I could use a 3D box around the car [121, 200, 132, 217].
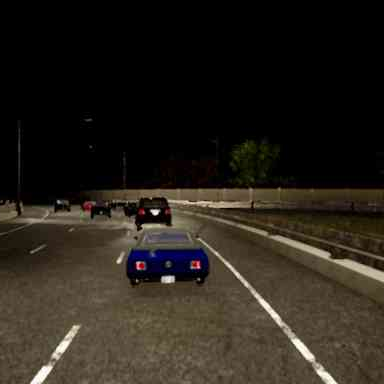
[{"bbox_3d":[-5.861,1.776,34.265,1.994,1.385,4.181,0,0,-17],"label":"car"}]

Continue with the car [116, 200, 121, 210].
[{"bbox_3d":[-9.968,1.770,44.828,2.128,1.511,4.902,0,0,-23],"label":"car"}]

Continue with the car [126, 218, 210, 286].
[{"bbox_3d":[-0.733,1.660,9.575,1.895,1.301,4.718,0,0,-5],"label":"car"}]

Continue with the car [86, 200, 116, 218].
[{"bbox_3d":[-9.153,1.699,33.116,2.128,1.511,4.902,0,0,-18],"label":"car"}]

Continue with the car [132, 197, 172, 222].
[{"bbox_3d":[-2.695,1.359,22.249,2.150,2.045,5.566,0,0,-11],"label":"car"}]

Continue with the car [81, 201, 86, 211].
[{"bbox_3d":[-13.773,1.844,44.678,1.994,1.385,4.181,0,-1,-22],"label":"car"}]

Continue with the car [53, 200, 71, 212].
[{"bbox_3d":[-16.680,1.761,42.719,2.128,1.511,4.902,0,0,-24],"label":"car"}]
